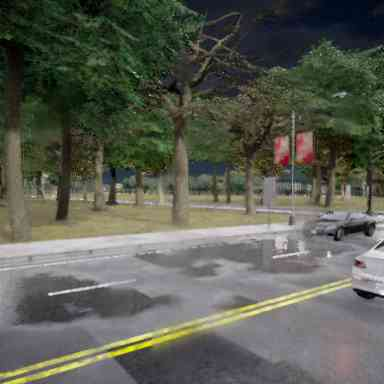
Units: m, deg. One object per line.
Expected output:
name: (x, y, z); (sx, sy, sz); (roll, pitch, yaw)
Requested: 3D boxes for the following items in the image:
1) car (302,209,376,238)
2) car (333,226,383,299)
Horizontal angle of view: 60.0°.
car: (7.613, 1.621, 16.977); (4.674, 1.442, 1.812); (0, 0, -36)
car: (5.271, 1.554, 7.200); (4.674, 1.442, 1.812); (1, -1, -36)
